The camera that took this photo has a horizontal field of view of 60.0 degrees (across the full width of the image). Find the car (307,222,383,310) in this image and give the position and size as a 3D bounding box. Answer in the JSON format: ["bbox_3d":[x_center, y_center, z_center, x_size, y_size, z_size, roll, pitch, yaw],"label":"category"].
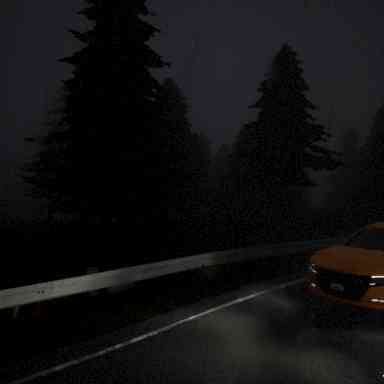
[{"bbox_3d":[4.628,1.437,7.478,5.008,1.535,1.882,0,0,-36],"label":"car"}]
